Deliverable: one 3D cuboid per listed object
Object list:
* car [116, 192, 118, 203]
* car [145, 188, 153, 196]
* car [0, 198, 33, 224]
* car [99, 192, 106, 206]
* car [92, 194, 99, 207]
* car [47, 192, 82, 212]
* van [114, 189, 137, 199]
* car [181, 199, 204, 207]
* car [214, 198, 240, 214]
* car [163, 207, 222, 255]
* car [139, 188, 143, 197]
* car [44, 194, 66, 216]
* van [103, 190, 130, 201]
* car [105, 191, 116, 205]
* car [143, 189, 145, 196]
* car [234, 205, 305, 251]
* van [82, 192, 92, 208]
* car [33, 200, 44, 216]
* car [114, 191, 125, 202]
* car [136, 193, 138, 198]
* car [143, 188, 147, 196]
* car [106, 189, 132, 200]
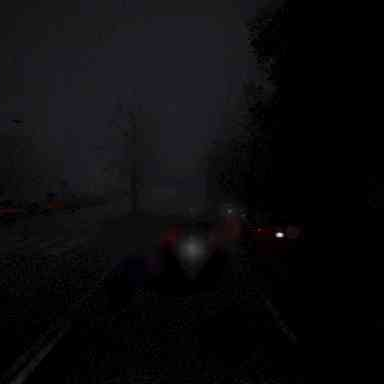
[{"bbox_3d":[-13.845,1.102,48.703,4.792,1.488,2.163,-1,1,-20],"label":"car"},{"bbox_3d":[-13.824,0.296,90.561,4.792,1.488,2.163,-1,1,-20],"label":"car"},{"bbox_3d":[-13.714,1.296,21.899,5.366,1.575,1.946,-1,0,-20],"label":"car"},{"bbox_3d":[-13.902,1.185,42.707,4.792,1.488,2.163,-1,1,-20],"label":"car"},{"bbox_3d":[-13.872,1.225,39.735,4.674,1.452,2.002,-1,1,-20],"label":"car"},{"bbox_3d":[-13.853,1.110,33.774,4.553,1.767,2.185,-1,1,-20],"label":"car"},{"bbox_3d":[-13.972,0.461,69.528,4.442,1.987,1.878,-1,1,-20],"label":"van"},{"bbox_3d":[0.047,1.296,29.007,1.812,1.442,4.674,0,1,0],"label":"car"},{"bbox_3d":[3.044,1.280,28.343,1.837,1.490,4.892,0,1,0],"label":"car"},{"bbox_3d":[0.039,1.474,12.704,1.895,1.301,4.718,0,1,1],"label":"car"},{"bbox_3d":[-13.831,0.499,72.564,4.553,1.767,2.185,-1,1,-20],"label":"car"},{"bbox_3d":[-13.710,1.266,27.865,5.366,1.575,1.946,-1,0,-20],"label":"car"},{"bbox_3d":[-13.760,0.634,60.668,4.442,1.987,1.878,-1,1,-20],"label":"van"},{"bbox_3d":[-13.702,1.109,45.776,5.366,1.575,1.946,-1,1,-20],"label":"car"},{"bbox_3d":[-13.853,0.606,75.539,4.674,1.452,2.002,-1,1,-20],"label":"car"},{"bbox_3d":[3.046,1.431,13.469,1.994,1.385,4.181,0,1,1],"label":"car"},{"bbox_3d":[-13.774,0.987,36.800,4.442,1.987,1.878,-1,0,-20],"label":"van"},{"bbox_3d":[-13.911,1.317,24.804,4.792,1.488,2.163,-1,1,-20],"label":"car"},{"bbox_3d":[-13.865,1.014,54.660,4.674,1.452,2.002,-1,1,-20],"label":"car"},{"bbox_3d":[-13.842,0.551,63.620,5.566,2.045,2.435,-1,1,-20],"label":"car"},{"bbox_3d":[-13.830,0.535,78.557,4.792,1.488,2.163,-1,1,-20],"label":"car"},{"bbox_3d":[-13.897,0.670,57.625,5.566,2.045,2.435,-1,1,-20],"label":"car"}]
